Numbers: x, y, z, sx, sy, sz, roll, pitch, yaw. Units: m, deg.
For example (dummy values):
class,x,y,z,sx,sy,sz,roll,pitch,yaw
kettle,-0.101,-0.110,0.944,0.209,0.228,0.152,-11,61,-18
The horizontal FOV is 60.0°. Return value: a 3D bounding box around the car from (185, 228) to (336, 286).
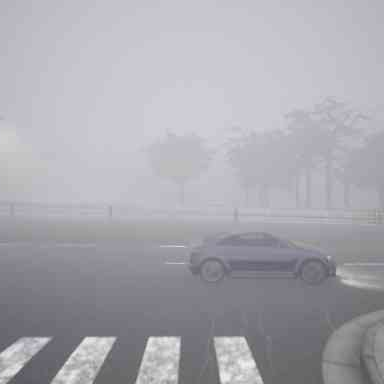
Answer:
class,x,y,z,sx,sy,sz,roll,pitch,yaw
car,1.900,1.769,9.680,4.181,1.385,1.994,1,0,-2
